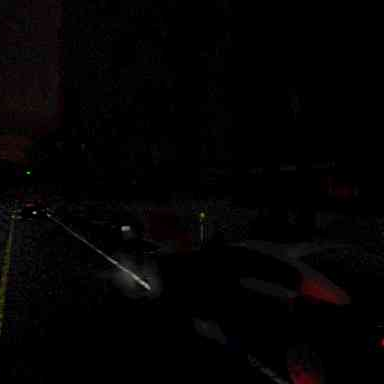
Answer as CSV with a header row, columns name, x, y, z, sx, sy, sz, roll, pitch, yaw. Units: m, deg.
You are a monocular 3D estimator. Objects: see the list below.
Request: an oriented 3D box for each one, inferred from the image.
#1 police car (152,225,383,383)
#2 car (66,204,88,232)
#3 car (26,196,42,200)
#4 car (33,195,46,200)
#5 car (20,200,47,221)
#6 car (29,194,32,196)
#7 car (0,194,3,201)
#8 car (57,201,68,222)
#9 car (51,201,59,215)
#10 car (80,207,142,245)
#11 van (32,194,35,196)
name,x,y,z,sx,sy,sz,roll,pitch,yaw
police car,1.268,1.365,5.252,1.930,1.638,5.238,-1,0,-28
car,-6.103,1.562,20.114,1.947,1.339,4.313,-2,1,-28
car,-18.637,1.618,38.364,1.837,1.490,4.892,-1,1,-24
car,-28.415,1.632,62.569,1.752,1.417,4.829,-2,1,-28
car,-13.610,1.648,28.621,1.994,1.385,4.181,-1,0,-27
car,-38.984,1.646,82.679,1.752,1.417,4.829,-2,1,-28
car,-43.810,1.601,73.526,2.192,1.841,5.009,-2,1,-28
car,-8.523,1.565,24.719,2.008,1.369,4.403,-2,1,-28
car,-13.443,1.570,34.080,1.752,1.417,4.829,-2,1,-28
car,-3.682,1.544,15.508,1.947,1.339,4.313,-2,1,-28
van,-30.984,1.454,67.444,1.690,1.788,3.998,-2,1,-28
